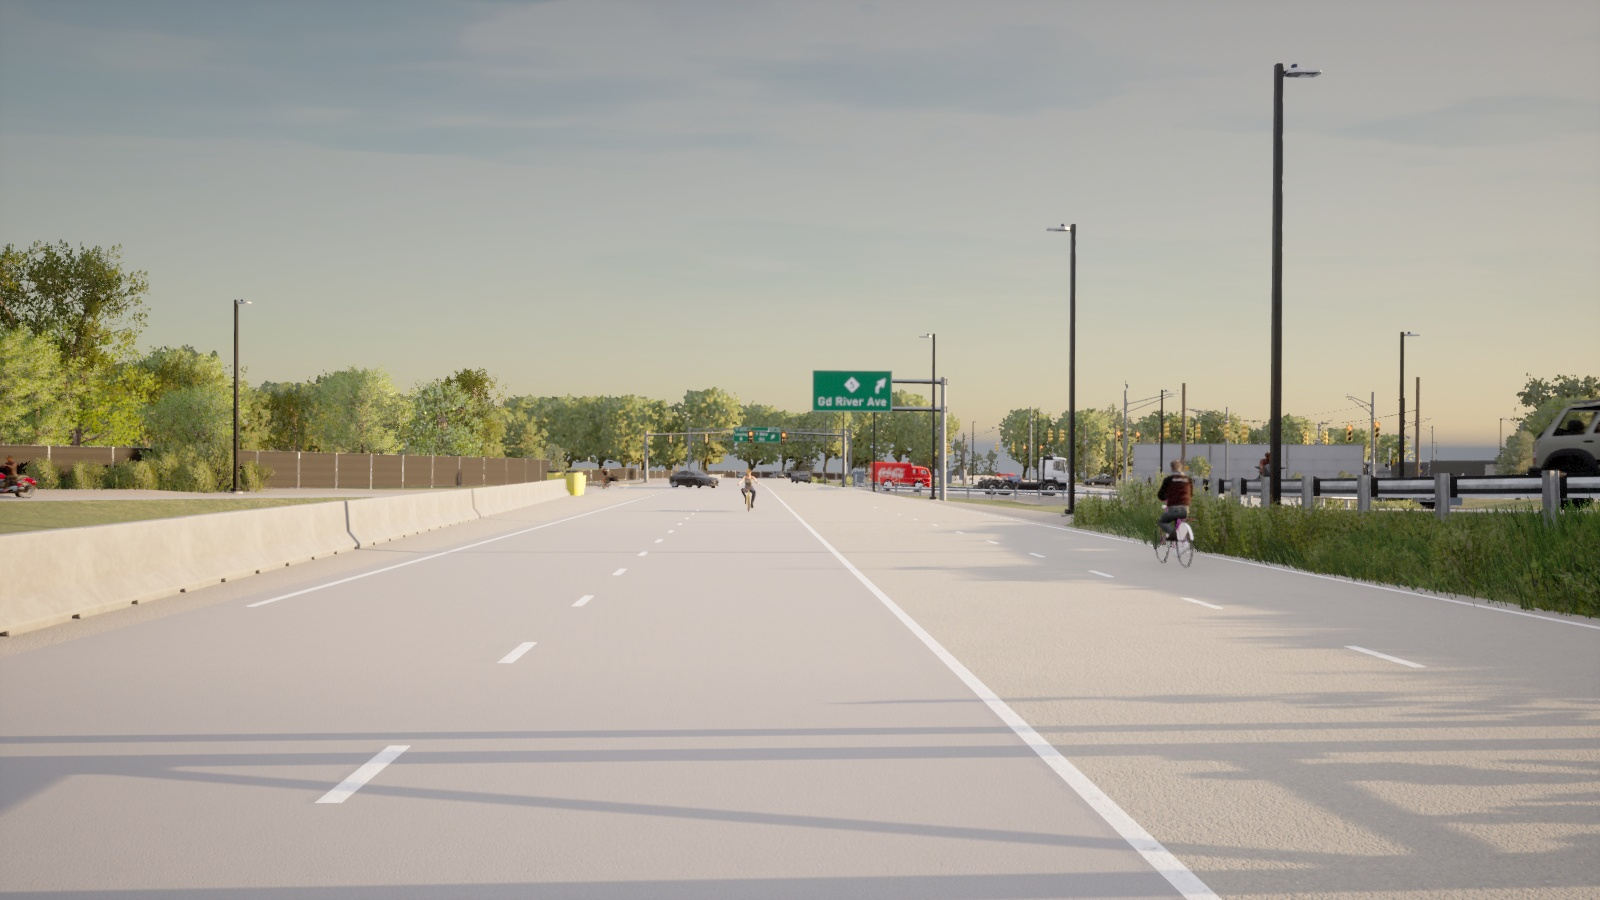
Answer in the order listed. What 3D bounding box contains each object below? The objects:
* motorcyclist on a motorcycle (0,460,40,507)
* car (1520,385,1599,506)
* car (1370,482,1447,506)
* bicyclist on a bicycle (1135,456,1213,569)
[{"bbox_3d":[-28.672,1.192,45.082,0.766,1.649,2.350,0,-1,25],"label":"motorcyclist on a motorcycle"},{"bbox_3d":[13.442,-0.105,18.765,1.932,1.855,4.605,0,-2,-15],"label":"car"},{"bbox_3d":[38.639,2.778,79.922,2.033,1.411,5.357,0,-1,-3],"label":"car"},{"bbox_3d":[6.166,0.998,20.778,0.659,1.776,1.843,0,-1,-2],"label":"bicyclist on a bicycle"}]
